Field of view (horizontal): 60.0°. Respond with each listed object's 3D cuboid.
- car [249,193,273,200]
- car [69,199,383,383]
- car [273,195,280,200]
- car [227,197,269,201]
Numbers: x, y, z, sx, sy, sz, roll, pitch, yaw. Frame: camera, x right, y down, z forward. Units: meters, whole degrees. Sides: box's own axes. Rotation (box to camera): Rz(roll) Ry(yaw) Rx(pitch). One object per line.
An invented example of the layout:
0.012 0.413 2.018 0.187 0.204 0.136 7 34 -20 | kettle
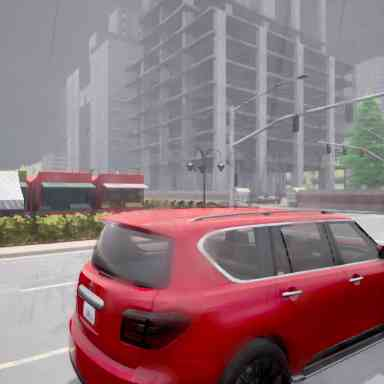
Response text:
11.663 1.128 58.165 1.905 1.878 3.866 0 0 -36 | car
1.229 1.223 4.662 5.566 2.045 2.150 0 0 -35 | car
14.054 1.129 59.877 1.905 1.878 3.866 0 0 -36 | car
3.867 1.429 28.554 1.882 1.535 5.008 0 0 -36 | car
